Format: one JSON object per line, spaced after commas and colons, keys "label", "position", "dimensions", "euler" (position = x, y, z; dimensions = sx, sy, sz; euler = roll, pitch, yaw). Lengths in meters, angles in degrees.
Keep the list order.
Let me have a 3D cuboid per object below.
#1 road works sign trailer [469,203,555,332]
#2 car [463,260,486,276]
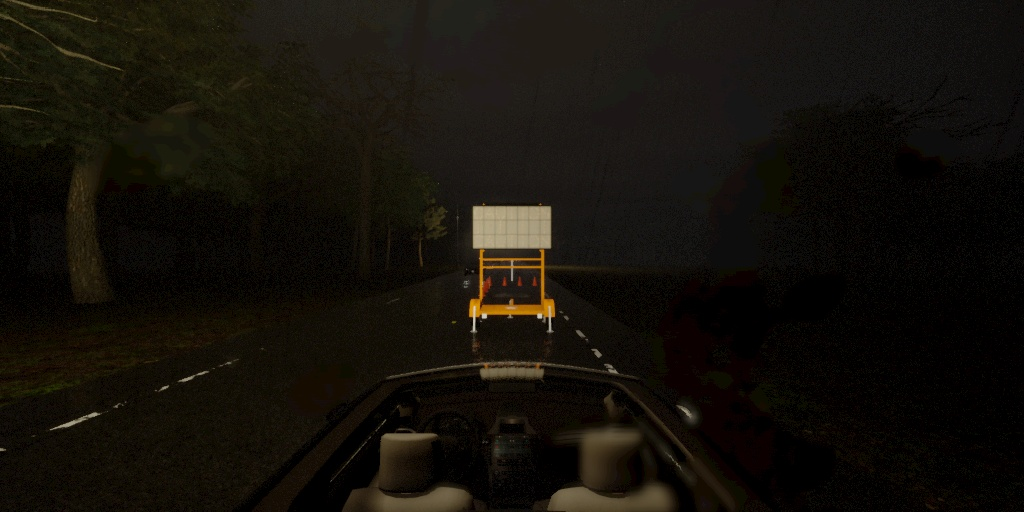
{"label": "road works sign trailer", "position": [0.002, 0.210, 10.804], "dimensions": [2.380, 3.560, 2.880], "euler": [0, 0, 0]}
{"label": "car", "position": [-3.592, 1.164, 35.270], "dimensions": [1.837, 1.490, 4.892], "euler": [0, 0, 0]}
